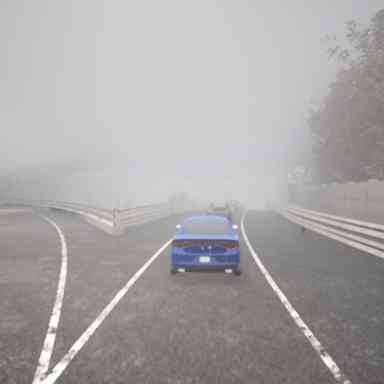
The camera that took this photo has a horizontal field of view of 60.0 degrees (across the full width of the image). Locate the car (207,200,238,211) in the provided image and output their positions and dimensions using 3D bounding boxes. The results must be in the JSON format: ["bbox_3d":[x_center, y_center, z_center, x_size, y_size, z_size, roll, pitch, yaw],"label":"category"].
[{"bbox_3d":[2.120,1.513,24.871,2.128,1.511,4.902,0,0,9],"label":"car"}]

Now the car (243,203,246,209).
[{"bbox_3d":[7.803,2.290,56.911,1.895,1.301,4.718,0,-3,11],"label":"car"}]

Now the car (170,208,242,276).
[{"bbox_3d":[0.466,1.486,10.519,1.882,1.535,5.008,0,0,4],"label":"car"}]

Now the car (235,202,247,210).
[{"bbox_3d":[10.047,2.879,67.990,2.128,1.511,4.902,0,-4,12],"label":"car"}]

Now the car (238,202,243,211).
[{"bbox_3d":[5.021,1.702,42.058,2.033,1.411,5.357,0,-1,11],"label":"car"}]
